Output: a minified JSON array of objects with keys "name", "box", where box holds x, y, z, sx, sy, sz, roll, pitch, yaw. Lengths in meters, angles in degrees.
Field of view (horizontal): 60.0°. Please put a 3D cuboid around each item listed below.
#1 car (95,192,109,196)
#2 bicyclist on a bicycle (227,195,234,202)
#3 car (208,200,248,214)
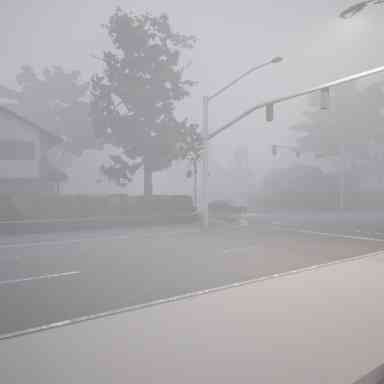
[{"name":"car","box":[-20.412,1.049,75.266,2.150,2.045,5.566,0,0,-36]},{"name":"bicyclist on a bicycle","box":[5.913,1.303,51.108,1.656,1.620,0.582,0,0,-36]},{"name":"car","box":[3.613,1.547,36.546,2.033,1.411,5.357,0,0,-36]}]
